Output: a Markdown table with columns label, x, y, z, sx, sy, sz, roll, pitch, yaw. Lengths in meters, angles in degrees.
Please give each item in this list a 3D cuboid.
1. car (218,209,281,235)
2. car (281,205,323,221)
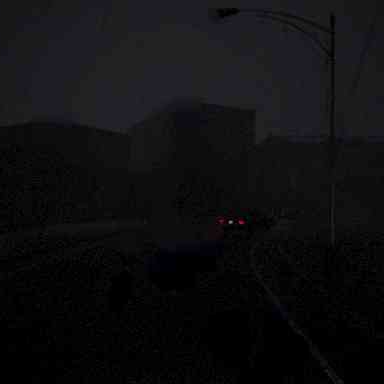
| label | x | y | z | sx | sy | sz | roll | pitch | yaw |
| --- | --- | --- | --- | --- | --- | --- | --- | --- | --- |
| car | 3.519 | 1.769 | 20.663 | 2.033 | 1.411 | 5.357 | 0 | -1 | 33 |
| car | 9.988 | 1.954 | 31.499 | 5.357 | 1.411 | 2.033 | 1 | 0 | -29 |
